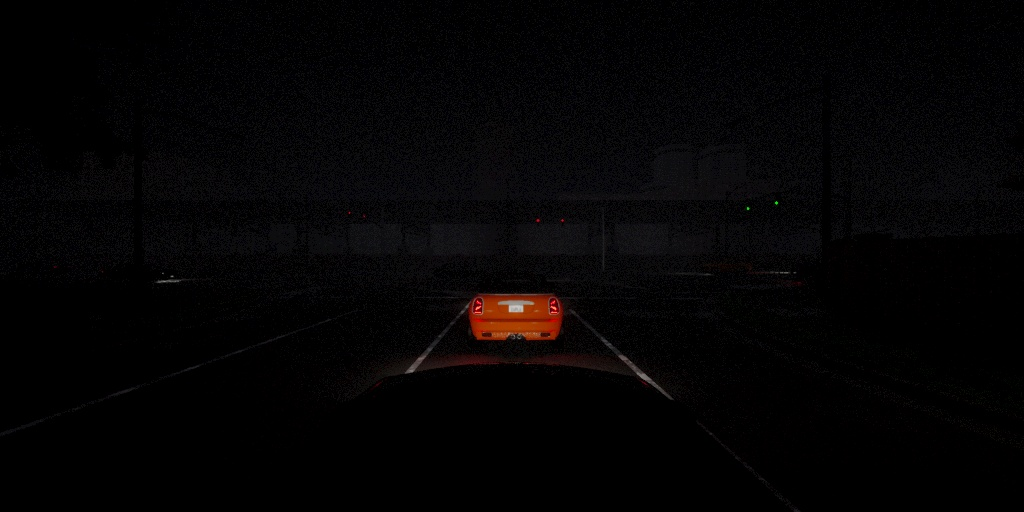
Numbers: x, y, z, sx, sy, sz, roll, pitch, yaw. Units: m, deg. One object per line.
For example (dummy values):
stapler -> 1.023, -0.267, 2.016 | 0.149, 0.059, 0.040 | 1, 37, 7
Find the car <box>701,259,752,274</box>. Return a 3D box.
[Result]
car -> 23.224, 1.098, 39.022 | 5.008, 1.535, 1.882 | -1, 0, 1

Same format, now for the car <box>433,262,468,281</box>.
car -> -3.858, 1.233, 29.001 | 4.902, 1.511, 2.128 | 0, 0, 1

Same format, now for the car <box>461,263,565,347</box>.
car -> 0.083, 1.103, 9.490 | 2.097, 1.767, 4.553 | 0, 0, 0

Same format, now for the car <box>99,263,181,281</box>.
car -> -30.744, 1.297, 29.701 | 5.357, 1.411, 2.033 | 0, 0, 2

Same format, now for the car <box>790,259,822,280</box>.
car -> 24.785, 1.086, 28.277 | 4.902, 1.511, 2.128 | -1, 0, 1
